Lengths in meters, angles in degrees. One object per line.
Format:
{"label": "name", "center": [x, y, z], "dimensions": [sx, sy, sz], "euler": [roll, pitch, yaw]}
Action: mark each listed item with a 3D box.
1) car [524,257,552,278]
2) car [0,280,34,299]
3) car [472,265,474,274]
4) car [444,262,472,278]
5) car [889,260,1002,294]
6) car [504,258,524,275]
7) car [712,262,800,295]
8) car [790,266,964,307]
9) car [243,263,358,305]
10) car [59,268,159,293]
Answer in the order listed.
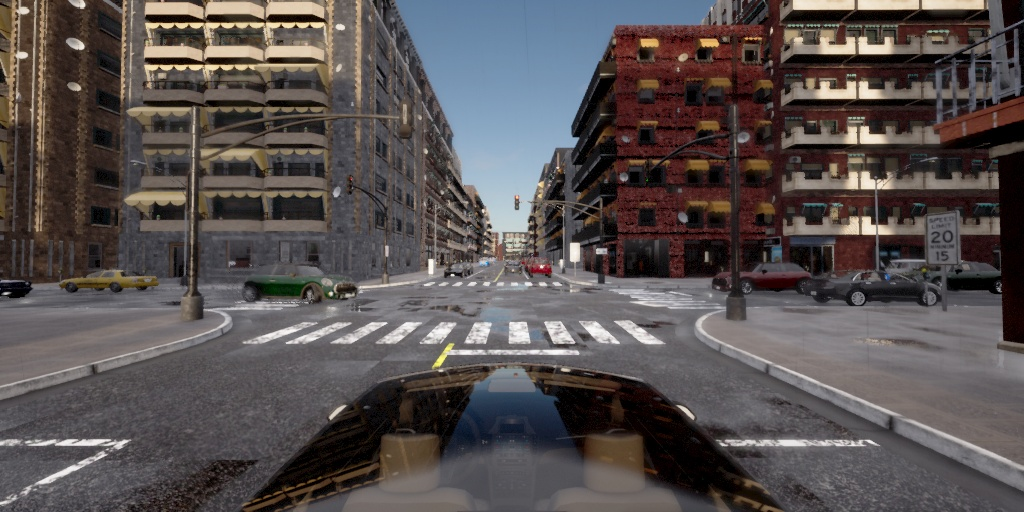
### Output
{"label": "car", "center": [2.604, 1.078, 34.053], "dimensions": [2.192, 1.841, 5.009], "euler": [0, 0, 0]}
{"label": "car", "center": [-25.221, 1.402, 16.364], "dimensions": [4.718, 1.301, 1.895], "euler": [0, -1, 0]}
{"label": "car", "center": [-5.271, 1.332, 39.578], "dimensions": [1.948, 1.339, 4.313], "euler": [0, 0, 0]}
{"label": "car", "center": [-5.277, 1.329, 34.017], "dimensions": [1.948, 1.339, 4.313], "euler": [0, 0, 0]}
{"label": "car", "center": [23.085, 1.079, 19.145], "dimensions": [4.553, 1.767, 2.097], "euler": [0, -1, 0]}
{"label": "car", "center": [0.137, 1.257, 38.859], "dimensions": [2.128, 1.511, 4.902], "euler": [0, 0, 0]}
{"label": "car", "center": [13.236, 1.102, 19.159], "dimensions": [4.553, 1.767, 2.097], "euler": [0, -1, -1]}
{"label": "car", "center": [13.759, 1.186, 13.747], "dimensions": [4.403, 1.370, 2.007], "euler": [0, 0, 0]}
{"label": "car", "center": [-9.052, 1.087, 15.520], "dimensions": [4.553, 1.767, 2.097], "euler": [0, -1, 13]}
{"label": "car", "center": [-24.420, 1.436, 21.762], "dimensions": [4.829, 1.417, 1.751], "euler": [0, 0, 0]}
